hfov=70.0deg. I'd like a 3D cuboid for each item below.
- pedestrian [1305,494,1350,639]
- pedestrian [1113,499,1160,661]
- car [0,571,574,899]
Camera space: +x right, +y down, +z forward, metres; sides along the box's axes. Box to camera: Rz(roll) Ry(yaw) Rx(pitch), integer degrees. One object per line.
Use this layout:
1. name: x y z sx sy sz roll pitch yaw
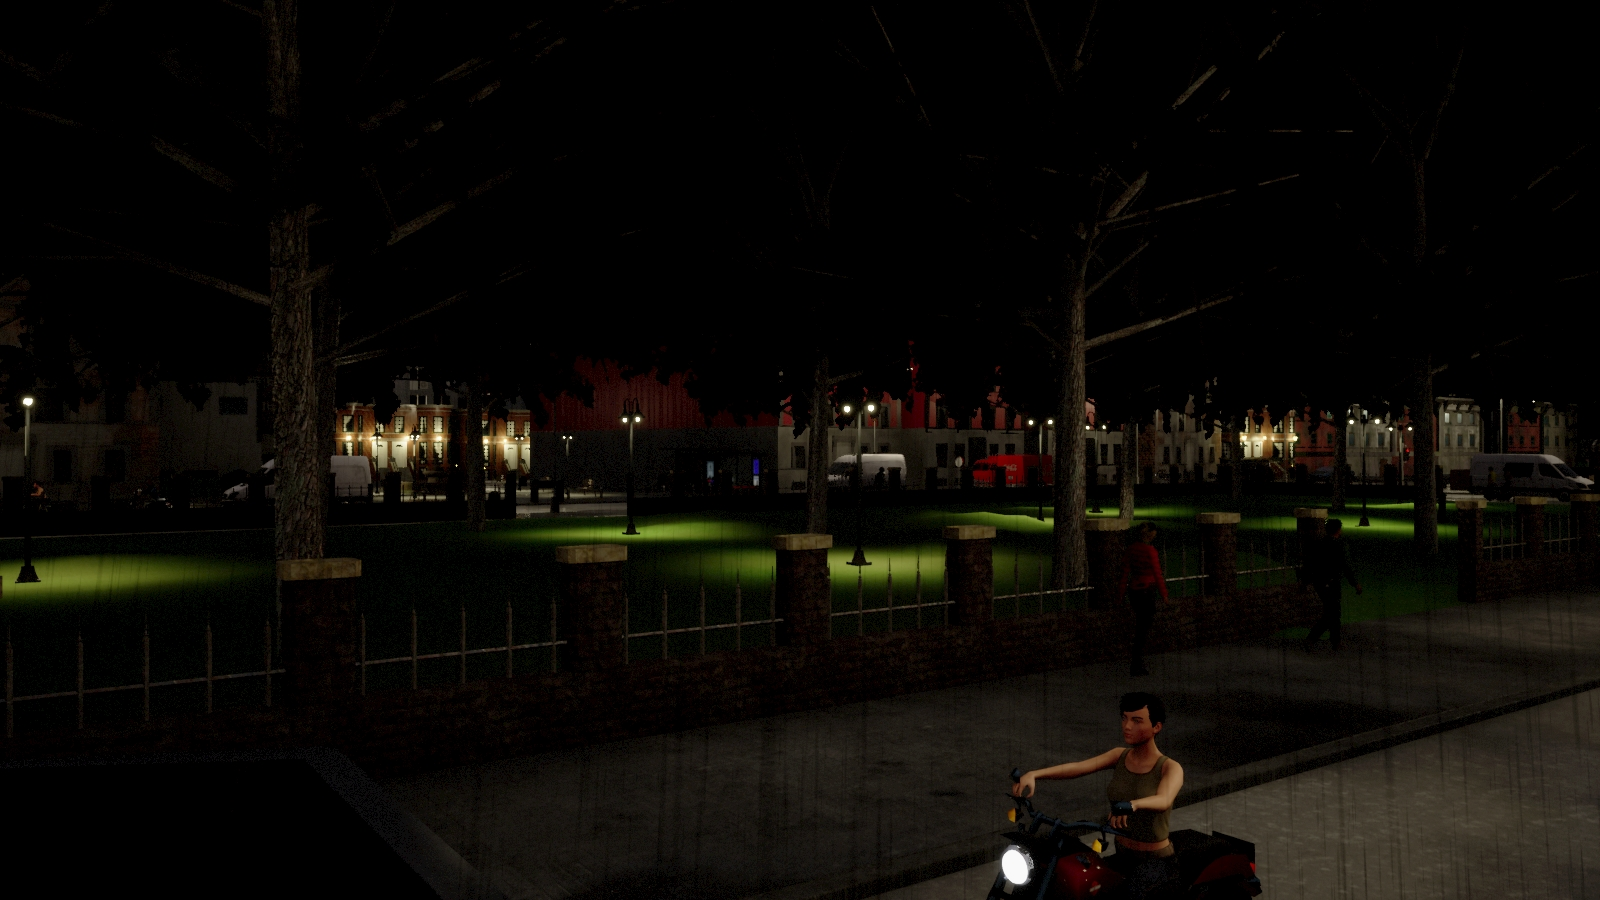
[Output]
1. pedestrian: 6.957 1.518 15.071 0.375 1.860 0.375 0 0 -26
2. pedestrian: 3.978 1.520 13.499 0.375 1.860 0.375 0 0 -30
3. car: -3.767 1.534 1.768 6.274 2.098 2.390 0 0 -35
